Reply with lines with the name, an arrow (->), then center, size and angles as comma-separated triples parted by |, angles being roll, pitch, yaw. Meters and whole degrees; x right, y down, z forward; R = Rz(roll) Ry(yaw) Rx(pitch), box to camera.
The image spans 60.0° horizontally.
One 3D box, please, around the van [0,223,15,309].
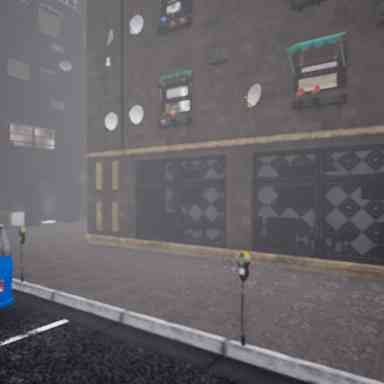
van -> -4.979, 1.336, 6.142 | 3.998, 1.788, 1.690 | 0, 0, 35
